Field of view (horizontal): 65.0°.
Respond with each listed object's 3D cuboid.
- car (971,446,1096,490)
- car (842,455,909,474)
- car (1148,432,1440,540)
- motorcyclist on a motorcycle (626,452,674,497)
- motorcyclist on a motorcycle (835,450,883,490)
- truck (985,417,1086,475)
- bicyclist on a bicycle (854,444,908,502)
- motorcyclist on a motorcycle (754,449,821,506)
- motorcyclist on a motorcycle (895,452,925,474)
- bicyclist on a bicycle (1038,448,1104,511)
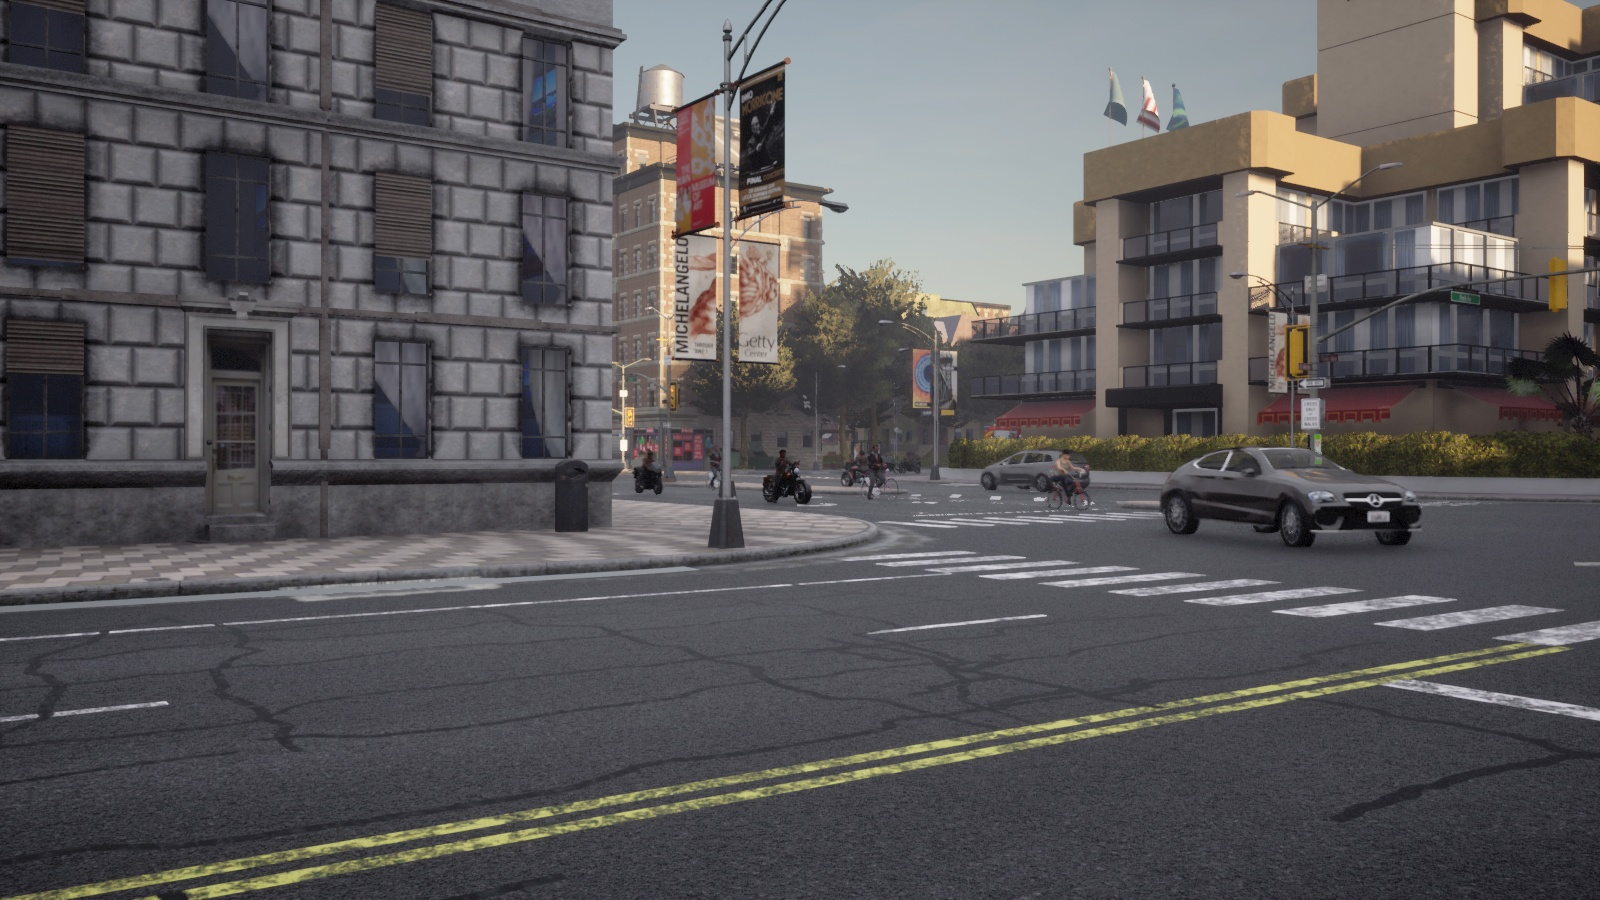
[{"bbox_3d":[9.202,0.691,49.736,2.242,1.667,4.611,0,0,-35],"label":"car"},{"bbox_3d":[5.515,1.057,91.330,4.718,1.301,1.895,0,0,-35],"label":"car"},{"bbox_3d":[8.372,0.559,21.911,2.152,1.651,5.027,0,0,-15],"label":"car"},{"bbox_3d":[-5.299,0.846,44.294,0.797,1.523,2.044,0,0,-35],"label":"motorcyclist on a motorcycle"},{"bbox_3d":[2.498,0.819,53.208,0.766,1.649,2.350,0,0,-35],"label":"motorcyclist on a motorcycle"},{"bbox_3d":[16.500,-0.241,87.410,2.891,3.827,8.468,0,0,42],"label":"truck"},{"bbox_3d":[2.506,0.705,39.249,0.659,1.776,1.843,0,-1,-35],"label":"bicyclist on a bicycle"},{"bbox_3d":[-0.392,0.787,37.286,0.766,1.649,2.350,0,0,-35],"label":"motorcyclist on a motorcycle"},{"bbox_3d":[7.743,0.930,88.620,2.044,1.523,0.797,2,-1,-35],"label":"motorcyclist on a motorcycle"},{"bbox_3d":[7.059,0.747,32.759,0.866,1.612,1.509,0,0,-35],"label":"bicyclist on a bicycle"}]
